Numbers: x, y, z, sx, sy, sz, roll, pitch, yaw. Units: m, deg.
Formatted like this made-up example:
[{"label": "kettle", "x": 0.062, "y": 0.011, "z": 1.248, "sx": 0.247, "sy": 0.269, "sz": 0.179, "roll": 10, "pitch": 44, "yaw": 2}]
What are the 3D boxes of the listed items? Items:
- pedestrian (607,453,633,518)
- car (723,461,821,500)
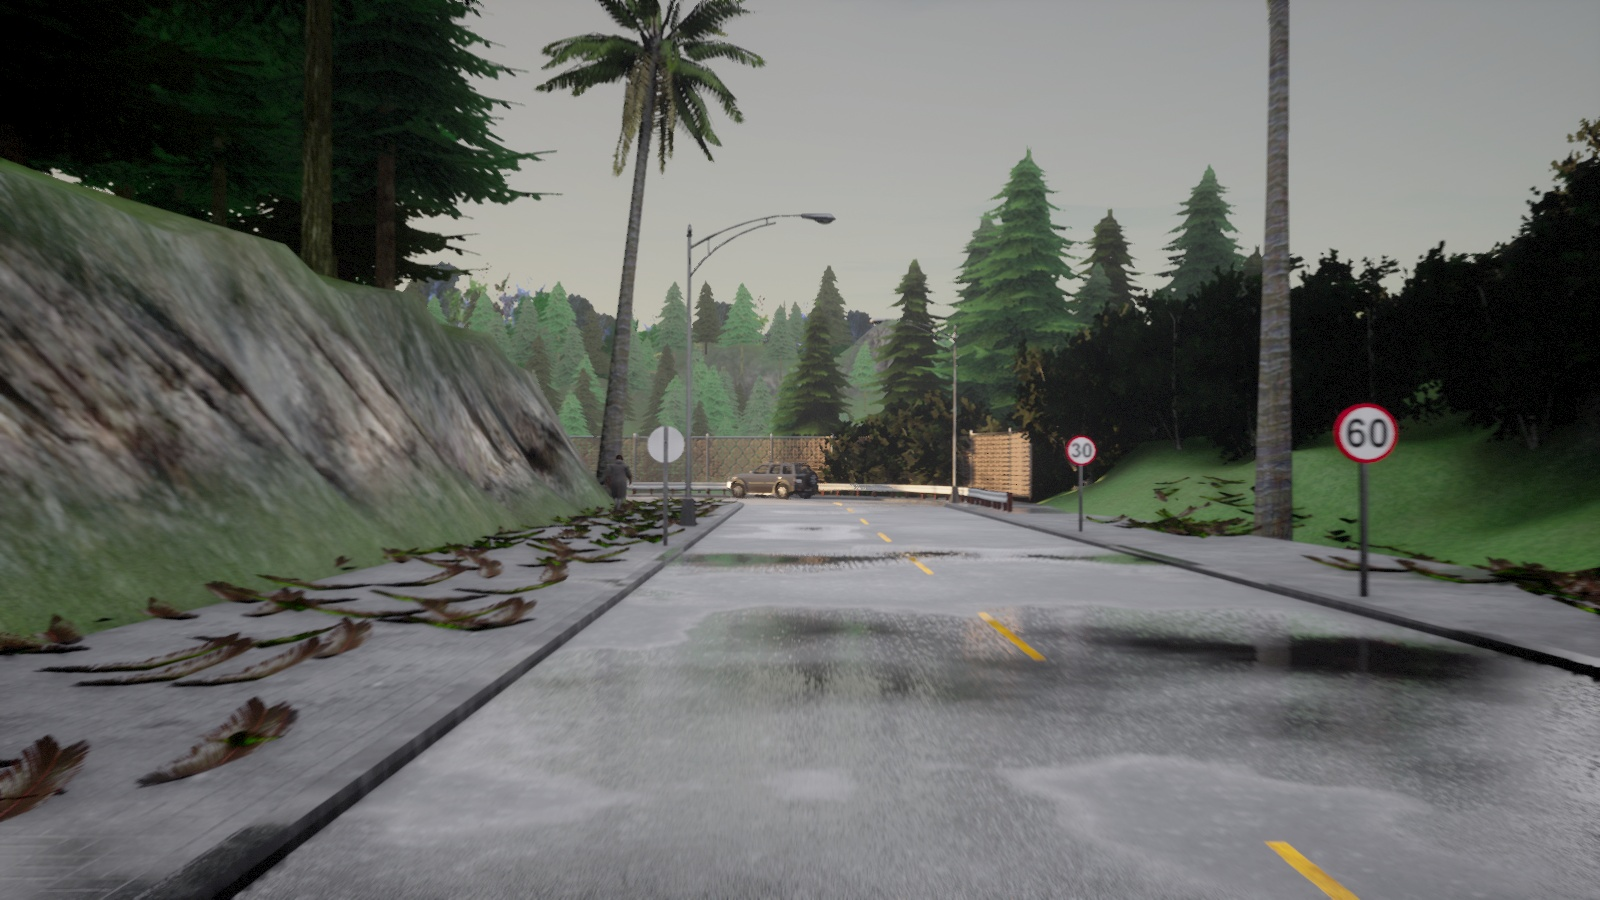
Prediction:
[{"label": "pedestrian", "x": -5.420, "y": 1.061, "z": 37.780, "sx": 0.659, "sy": 1.952, "sz": 0.873, "roll": 0, "pitch": -1, "yaw": 0}, {"label": "car", "x": -1.403, "y": 1.498, "z": 61.649, "sx": 4.605, "sy": 1.855, "sz": 1.932, "roll": -1, "pitch": -2, "yaw": 38}]
